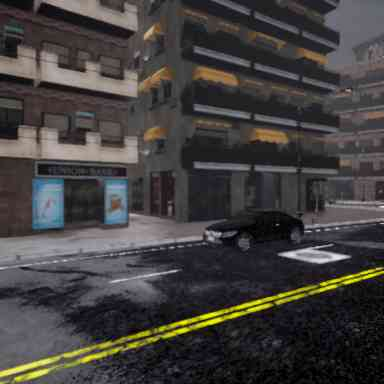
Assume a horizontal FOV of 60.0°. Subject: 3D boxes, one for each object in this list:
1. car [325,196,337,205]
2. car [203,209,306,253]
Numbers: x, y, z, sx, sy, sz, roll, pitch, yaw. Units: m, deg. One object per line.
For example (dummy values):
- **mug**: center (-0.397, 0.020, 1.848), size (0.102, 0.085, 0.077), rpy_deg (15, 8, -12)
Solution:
- **car**: center (14.587, 0.829, 38.884), size (4.403, 1.369, 2.008), rpy_deg (2, 0, 39)
- **car**: center (2.618, 1.422, 13.363), size (4.674, 1.442, 1.812), rpy_deg (0, 0, -34)
